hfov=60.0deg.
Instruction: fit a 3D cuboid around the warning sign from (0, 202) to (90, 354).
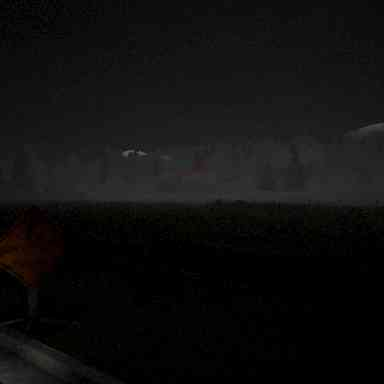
[{"bbox_3d":[-2.420,1.115,5.043,1.060,1.860,1.300,0,0,36],"label":"warning sign"}]
